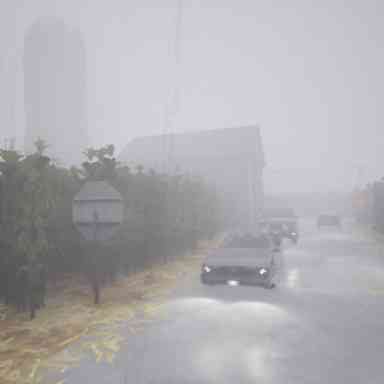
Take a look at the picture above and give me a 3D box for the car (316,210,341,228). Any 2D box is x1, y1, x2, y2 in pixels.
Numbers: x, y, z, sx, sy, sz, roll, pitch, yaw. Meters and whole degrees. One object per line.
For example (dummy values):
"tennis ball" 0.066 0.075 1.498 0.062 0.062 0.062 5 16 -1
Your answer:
"car" 12.605 2.433 30.864 1.882 1.535 5.008 -2 -2 19

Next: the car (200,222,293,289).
"car" 1.880 1.896 10.537 2.033 1.411 5.357 -2 -2 20

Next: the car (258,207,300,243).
"car" 5.479 1.938 20.650 2.150 2.045 5.566 -2 -3 20
